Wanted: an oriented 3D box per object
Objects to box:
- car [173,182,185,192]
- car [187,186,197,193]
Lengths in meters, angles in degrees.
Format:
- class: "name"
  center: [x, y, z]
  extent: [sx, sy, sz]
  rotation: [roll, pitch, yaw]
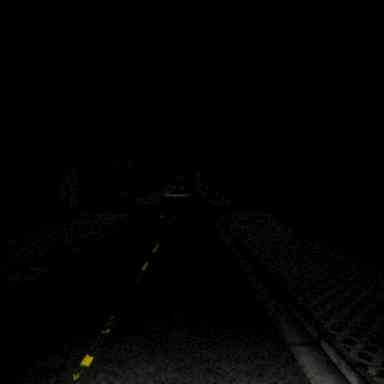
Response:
- class: "car"
  center: [-2.722, -1.102, 70.370]
  extent: [2.150, 2.045, 5.566]
  rotation: [0, 2, 0]
- class: "car"
  center: [0.028, -0.556, 70.265]
  extent: [1.994, 1.385, 4.181]
  rotation: [0, 3, 0]
